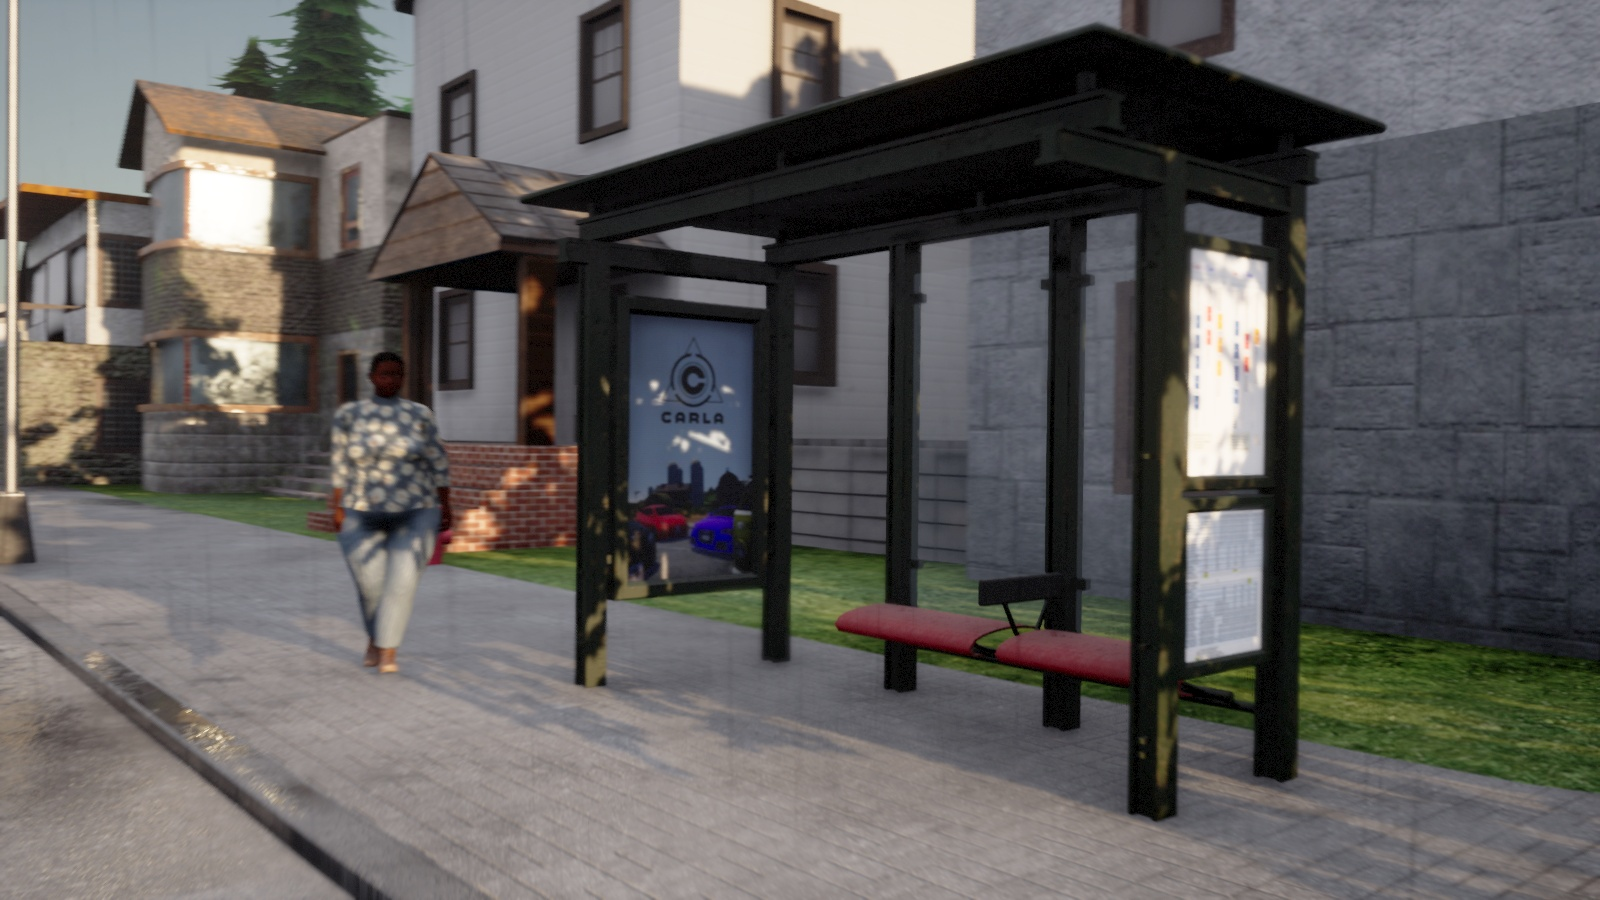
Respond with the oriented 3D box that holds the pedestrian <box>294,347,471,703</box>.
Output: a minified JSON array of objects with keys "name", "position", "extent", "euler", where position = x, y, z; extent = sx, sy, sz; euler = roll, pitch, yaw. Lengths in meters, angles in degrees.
[{"name":"pedestrian","position":[-2.365,0.383,7.101],"extent":[0.874,1.855,0.900],"euler":[-1,1,-20]}]
